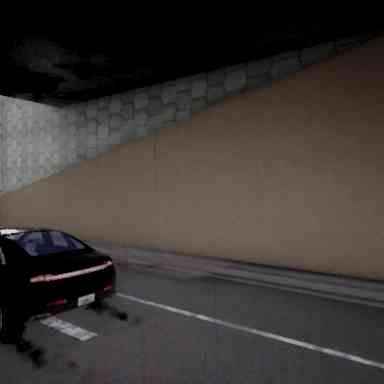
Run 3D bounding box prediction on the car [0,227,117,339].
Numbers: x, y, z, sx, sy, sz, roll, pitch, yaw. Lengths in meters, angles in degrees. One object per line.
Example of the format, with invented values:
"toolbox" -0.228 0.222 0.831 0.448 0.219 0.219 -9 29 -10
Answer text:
"car" -3.594 1.451 6.532 4.902 1.511 2.128 0 0 36
